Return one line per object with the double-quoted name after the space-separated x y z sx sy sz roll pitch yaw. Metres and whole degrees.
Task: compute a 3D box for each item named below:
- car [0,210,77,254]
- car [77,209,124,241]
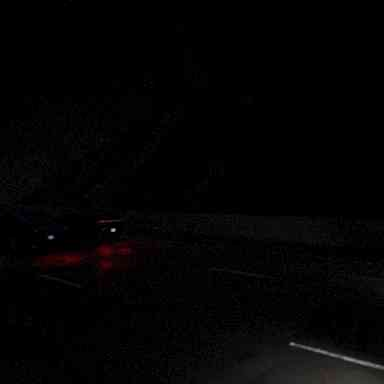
-7.282 1.604 14.297 5.008 1.535 1.882 -1 0 40 "car"
-5.619 1.626 17.473 4.902 1.511 2.128 -1 0 40 "car"
